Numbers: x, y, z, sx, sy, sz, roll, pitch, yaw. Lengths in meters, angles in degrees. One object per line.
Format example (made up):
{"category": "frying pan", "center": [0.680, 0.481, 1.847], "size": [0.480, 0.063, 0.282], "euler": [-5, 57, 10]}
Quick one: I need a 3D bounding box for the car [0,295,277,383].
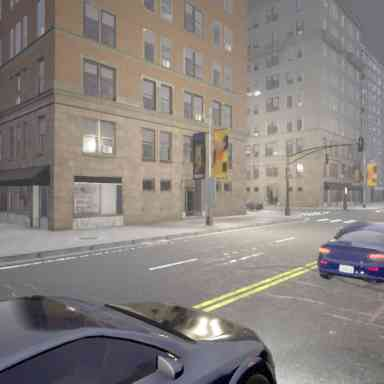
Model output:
{"category": "car", "center": [-1.055, 1.564, 2.555], "size": [1.994, 1.385, 4.181], "euler": [0, 0, 43]}

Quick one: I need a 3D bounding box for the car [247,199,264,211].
{"category": "car", "center": [6.456, 1.549, 39.995], "size": [4.181, 1.385, 1.994], "euler": [0, 0, 43]}

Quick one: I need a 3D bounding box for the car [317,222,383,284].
{"category": "car", "center": [4.972, 1.527, 8.993], "size": [1.812, 1.442, 4.674], "euler": [0, 0, 43]}
